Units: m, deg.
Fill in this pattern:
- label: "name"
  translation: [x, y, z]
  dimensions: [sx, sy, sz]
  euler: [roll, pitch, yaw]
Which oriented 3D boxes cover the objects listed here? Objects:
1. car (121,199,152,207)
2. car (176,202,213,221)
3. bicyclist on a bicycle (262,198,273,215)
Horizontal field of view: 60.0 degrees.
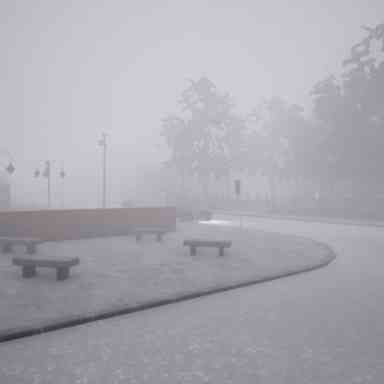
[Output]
- label: "car"
  translation: [-5.943, 1.504, 35.533]
  dimensions: [1.837, 1.490, 4.892]
  euler: [0, 1, -35]
- label: "car"
  translation: [-0.165, 1.565, 27.409]
  dimensions: [1.994, 1.385, 4.181]
  euler: [0, 0, -35]
- label: "bicyclist on a bicycle"
  translation: [7.171, 1.351, 31.578]
  dimensions: [1.656, 1.620, 0.582]
  euler: [0, 0, -36]
